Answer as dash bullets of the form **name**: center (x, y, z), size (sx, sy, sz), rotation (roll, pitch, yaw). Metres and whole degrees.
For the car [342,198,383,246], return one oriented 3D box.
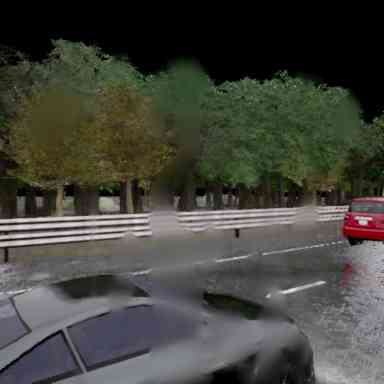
- **car**: center (8.723, 1.271, 14.266), size (5.566, 2.045, 2.150), rotation (0, 0, -35)

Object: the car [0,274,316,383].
- **car**: center (-0.700, 1.568, 3.247), size (4.181, 1.385, 1.994), rotation (0, 0, -35)
